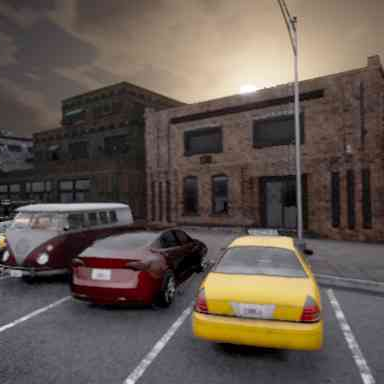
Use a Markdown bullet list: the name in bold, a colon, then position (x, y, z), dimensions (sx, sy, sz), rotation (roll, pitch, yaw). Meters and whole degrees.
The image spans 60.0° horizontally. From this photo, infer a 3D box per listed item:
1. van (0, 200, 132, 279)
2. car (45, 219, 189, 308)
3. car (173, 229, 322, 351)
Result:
- **van**: position (-3.413, 1.323, 9.753), dimensions (1.878, 1.987, 4.442), rotation (0, -1, 15)
- **car**: position (-0.991, 1.558, 8.191), dimensions (2.163, 1.488, 4.792), rotation (0, -1, 15)
- **car**: position (1.442, 1.505, 6.638), dimensions (1.946, 1.575, 5.366), rotation (0, -1, 15)
